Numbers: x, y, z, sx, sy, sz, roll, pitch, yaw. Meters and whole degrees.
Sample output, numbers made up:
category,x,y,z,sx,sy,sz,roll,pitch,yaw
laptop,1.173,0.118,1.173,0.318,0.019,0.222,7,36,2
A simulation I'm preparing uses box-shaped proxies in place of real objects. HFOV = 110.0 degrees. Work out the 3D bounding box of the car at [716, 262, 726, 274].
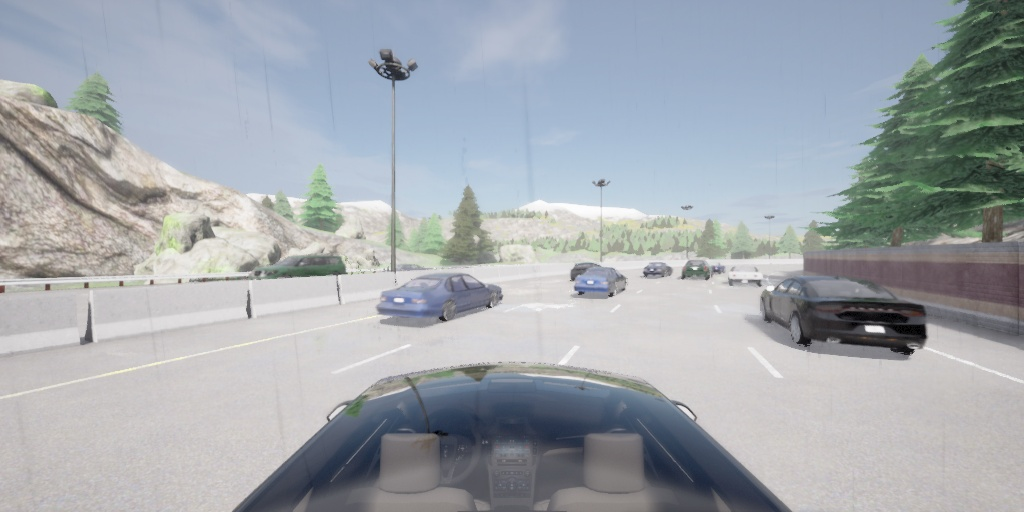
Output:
category,x,y,z,sx,sy,sz,roll,pitch,yaw
car,22.512,1.346,39.973,1.895,1.301,4.718,0,0,38

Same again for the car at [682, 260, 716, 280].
category,x,y,z,sx,sy,sz,roll,pitch,yaw
car,16.458,1.099,31.697,2.097,1.767,4.553,0,0,34

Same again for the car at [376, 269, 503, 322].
category,x,y,z,sx,sy,sz,roll,pitch,yaw
car,-2.182,1.296,12.425,2.033,1.411,5.357,0,0,24

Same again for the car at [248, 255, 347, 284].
category,x,y,z,sx,sy,sz,roll,pitch,yaw
car,-13.155,0.967,22.542,2.150,2.045,5.566,0,0,26

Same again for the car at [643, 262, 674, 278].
category,x,y,z,sx,sy,sz,roll,pitch,yaw
car,14.170,1.293,34.680,2.033,1.411,5.357,0,0,35

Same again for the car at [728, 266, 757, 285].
category,x,y,z,sx,sy,sz,roll,pitch,yaw
car,16.368,1.348,25.269,1.895,1.301,4.718,0,0,32

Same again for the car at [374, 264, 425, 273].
category,x,y,z,sx,sy,sz,roll,pitch,yaw
car,-7.800,1.292,25.546,2.033,1.411,5.357,0,0,27

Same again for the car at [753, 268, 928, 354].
category,x,y,z,sx,sy,sz,roll,pitch,yaw
car,7.825,1.227,9.028,1.882,1.535,5.008,0,0,23

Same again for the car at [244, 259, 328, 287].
category,x,y,z,sx,sy,sz,roll,pitch,yaw
car,-15.708,1.097,25.197,2.097,1.767,4.553,0,0,26

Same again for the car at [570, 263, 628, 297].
category,x,y,z,sx,sy,sz,roll,pitch,yaw
car,4.857,1.295,19.146,2.033,1.411,5.357,0,0,27
